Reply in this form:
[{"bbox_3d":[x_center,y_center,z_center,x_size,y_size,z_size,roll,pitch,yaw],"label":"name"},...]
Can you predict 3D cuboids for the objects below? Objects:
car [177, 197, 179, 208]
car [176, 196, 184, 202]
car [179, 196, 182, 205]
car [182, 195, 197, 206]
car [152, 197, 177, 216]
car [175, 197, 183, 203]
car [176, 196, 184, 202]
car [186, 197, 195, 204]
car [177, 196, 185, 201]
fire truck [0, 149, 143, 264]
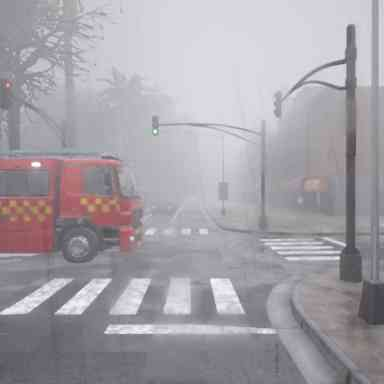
[{"bbox_3d":[-2.828,1.499,38.119,1.967,1.590,4.097,0,0,0],"label":"car"},{"bbox_3d":[-3.083,1.865,89.316,2.008,1.369,4.403,-1,0,0],"label":"car"},{"bbox_3d":[-2.885,1.681,49.497,1.802,1.307,4.206,0,0,0],"label":"car"},{"bbox_3d":[-0.279,1.657,56.970,1.812,1.442,4.674,0,0,0],"label":"car"},{"bbox_3d":[-2.800,1.483,32.432,1.967,1.590,4.097,0,0,0],"label":"car"},{"bbox_3d":[-3.026,1.787,77.939,1.887,1.381,4.507,0,0,0],"label":"car"},{"bbox_3d":[-3.054,1.822,83.628,1.887,1.381,4.507,0,0,0],"label":"car"},{"bbox_3d":[-0.329,1.707,66.973,1.812,1.442,4.674,0,0,0],"label":"car"},{"bbox_3d":[-3.111,1.919,95.005,1.947,1.339,4.313,-1,0,0],"label":"car"},{"bbox_3d":[-6.141,0.394,11.753,8.468,3.827,2.891,-1,0,0],"label":"fire truck"}]
